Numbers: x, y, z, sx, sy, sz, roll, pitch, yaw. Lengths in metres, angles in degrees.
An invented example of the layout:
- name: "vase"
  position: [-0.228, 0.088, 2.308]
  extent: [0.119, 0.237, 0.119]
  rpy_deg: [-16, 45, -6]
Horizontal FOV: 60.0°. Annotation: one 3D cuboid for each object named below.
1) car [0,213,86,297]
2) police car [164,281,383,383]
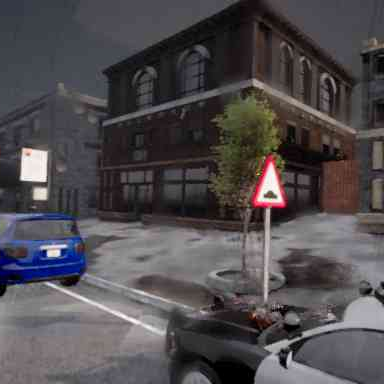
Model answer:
- name: "car"
  position: [-5.234, 1.626, 9.915]
  extent: [5.566, 2.045, 2.150]
  rpy_deg: [-2, -4, 45]
- name: "police car"
  position: [1.796, 1.628, 2.913]
  extent: [5.238, 1.638, 1.930]
  rpy_deg: [-2, -4, 45]
